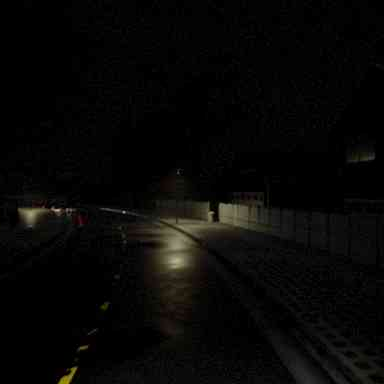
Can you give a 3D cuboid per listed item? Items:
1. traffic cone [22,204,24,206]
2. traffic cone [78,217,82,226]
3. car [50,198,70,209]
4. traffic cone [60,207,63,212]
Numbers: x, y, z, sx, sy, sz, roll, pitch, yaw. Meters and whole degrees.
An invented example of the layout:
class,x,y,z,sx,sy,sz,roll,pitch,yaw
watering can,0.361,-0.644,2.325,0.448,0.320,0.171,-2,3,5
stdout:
class,x,y,z,sx,sy,sz,roll,pitch,yaw
traffic cone,-27.993,2.114,55.141,0.340,0.580,0.340,0,0,44
traffic cone,-7.602,2.029,22.628,0.340,0.580,0.340,0,0,-18
car,-19.148,1.665,48.157,1.812,1.442,4.674,0,0,-39
traffic cone,-15.774,2.075,40.154,0.340,0.580,0.340,0,0,-32
